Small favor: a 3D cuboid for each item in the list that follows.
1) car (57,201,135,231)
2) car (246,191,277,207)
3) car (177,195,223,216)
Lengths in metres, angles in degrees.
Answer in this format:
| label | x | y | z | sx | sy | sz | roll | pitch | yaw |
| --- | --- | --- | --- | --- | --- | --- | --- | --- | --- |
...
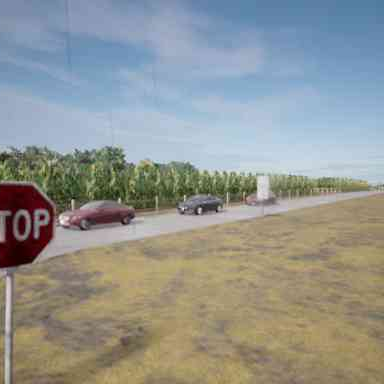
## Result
| label | x | y | z | sx | sy | sz | roll | pitch | yaw |
| --- | --- | --- | --- | --- | --- | --- | --- | --- | --- |
| car | -5.253 | 1.235 | 18.845 | 1.812 | 1.442 | 4.674 | 1 | 2 | 36 |
| car | 7.698 | 0.607 | 36.793 | 2.097 | 1.767 | 4.553 | 1 | 2 | 35 |
| car | 0.730 | 1.025 | 27.138 | 1.837 | 1.490 | 4.892 | 1 | 2 | 36 |
